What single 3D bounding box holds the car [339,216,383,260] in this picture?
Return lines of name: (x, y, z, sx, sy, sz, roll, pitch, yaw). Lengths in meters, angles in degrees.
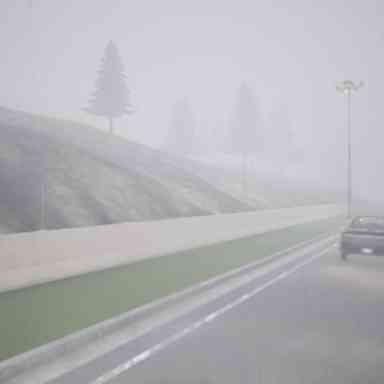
car: (6.752, 1.621, 12.239, 2.128, 1.511, 4.902, 0, -1, 35)
